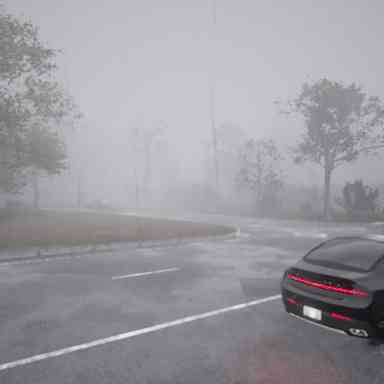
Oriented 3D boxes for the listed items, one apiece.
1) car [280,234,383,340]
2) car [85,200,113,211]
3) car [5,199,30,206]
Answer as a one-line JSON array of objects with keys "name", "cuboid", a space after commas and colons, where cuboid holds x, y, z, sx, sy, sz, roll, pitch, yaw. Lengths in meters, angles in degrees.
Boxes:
[{"name": "car", "cuboid": [3.795, 1.585, 6.419, 4.892, 1.490, 1.837, 0, 0, -35]}, {"name": "car", "cuboid": [-12.857, 1.828, 46.033, 4.674, 1.442, 1.812, 0, -1, 40]}, {"name": "car", "cuboid": [-30.681, 1.914, 58.358, 5.008, 1.535, 1.882, -1, -1, 30]}]
